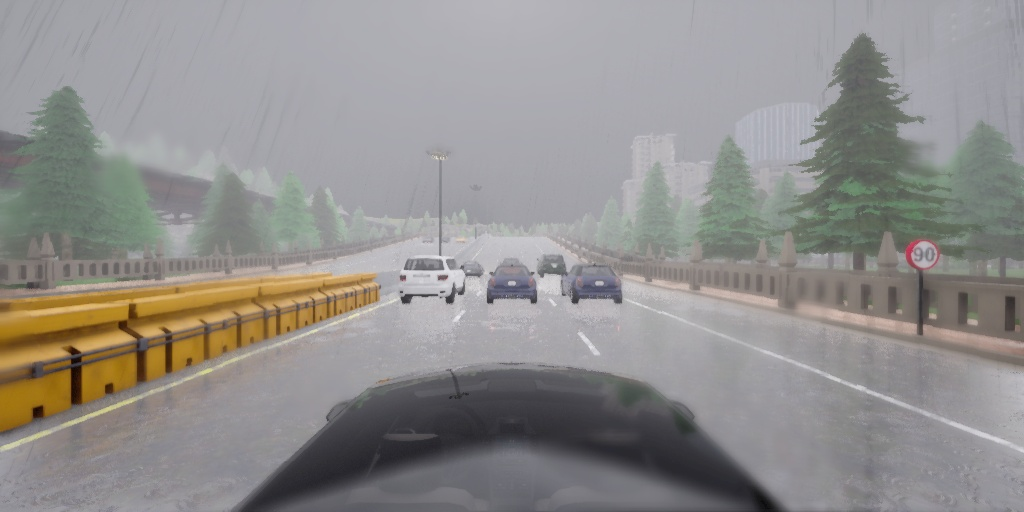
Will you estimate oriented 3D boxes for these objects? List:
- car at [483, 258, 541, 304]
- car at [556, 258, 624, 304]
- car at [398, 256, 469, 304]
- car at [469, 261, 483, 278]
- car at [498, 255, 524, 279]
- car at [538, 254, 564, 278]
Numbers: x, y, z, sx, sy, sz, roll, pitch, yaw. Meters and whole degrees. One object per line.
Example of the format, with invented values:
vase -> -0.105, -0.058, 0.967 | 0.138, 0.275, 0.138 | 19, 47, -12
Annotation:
car -> 0.000, 1.113, 16.475 | 2.097, 1.767, 4.553 | 0, 0, 0
car -> 3.500, 1.113, 16.476 | 2.097, 1.767, 4.553 | 0, 0, 0
car -> -3.500, 1.005, 16.533 | 2.150, 2.045, 5.566 | 0, 0, 0
car -> -3.576, 1.118, 31.505 | 1.994, 1.385, 4.181 | 0, 2, 0
car -> -0.076, 0.912, 31.487 | 2.097, 1.767, 4.553 | 0, 2, 0
car -> 3.424, 0.798, 31.564 | 2.150, 2.045, 5.566 | 0, 2, 0
